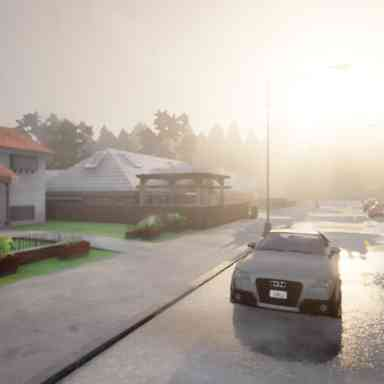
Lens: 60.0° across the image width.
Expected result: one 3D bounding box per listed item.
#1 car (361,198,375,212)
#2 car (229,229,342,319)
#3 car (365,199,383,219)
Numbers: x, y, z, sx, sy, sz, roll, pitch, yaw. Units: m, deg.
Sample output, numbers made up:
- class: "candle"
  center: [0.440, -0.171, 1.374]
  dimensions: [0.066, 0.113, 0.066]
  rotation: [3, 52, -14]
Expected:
- class: "car"
  center: [20.733, 1.505, 38.220]
  dimensions: [1.837, 1.490, 4.892]
  rotation: [0, 0, 25]
- class: "car"
  center: [2.291, 1.564, 7.489]
  dimensions: [1.994, 1.385, 4.181]
  rotation: [0, 0, 24]
- class: "car"
  center: [16.574, 1.564, 29.051]
  dimensions: [1.994, 1.385, 4.181]
  rotation: [0, 0, 25]
